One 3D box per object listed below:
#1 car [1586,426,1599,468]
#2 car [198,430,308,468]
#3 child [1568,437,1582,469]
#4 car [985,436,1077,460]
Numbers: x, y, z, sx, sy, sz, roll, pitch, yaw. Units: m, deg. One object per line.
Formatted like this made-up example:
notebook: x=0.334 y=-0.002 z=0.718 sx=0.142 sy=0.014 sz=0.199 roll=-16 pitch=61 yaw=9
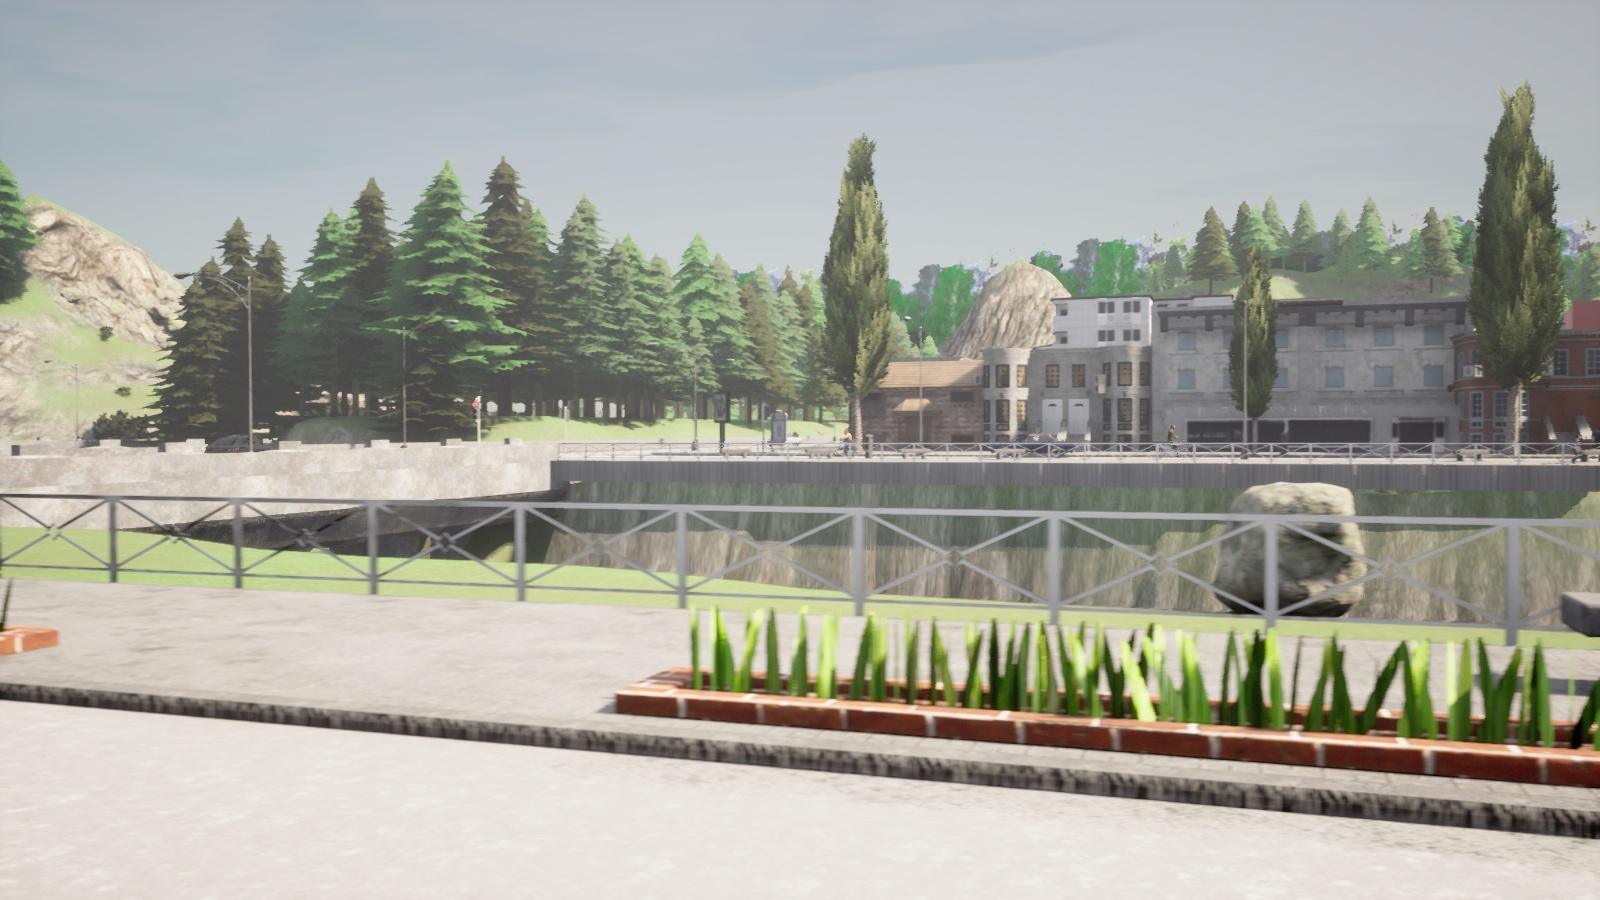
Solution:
car: x=37.625 y=-0.135 z=56.109 sx=3.866 sy=1.878 sz=1.905 roll=1 pitch=1 yaw=19
car: x=-22.571 y=-0.077 z=51.992 sx=1.816 sy=1.474 sz=4.193 roll=1 pitch=1 yaw=19
child: x=30.939 y=0.130 z=50.150 sx=0.437 sy=1.263 sz=0.270 roll=1 pitch=1 yaw=34
car: x=12.649 y=-0.126 z=68.727 sx=4.718 sy=1.301 sz=1.895 roll=1 pitch=1 yaw=19
